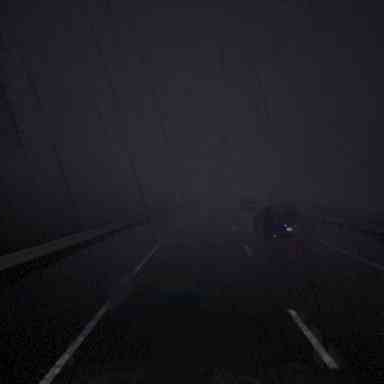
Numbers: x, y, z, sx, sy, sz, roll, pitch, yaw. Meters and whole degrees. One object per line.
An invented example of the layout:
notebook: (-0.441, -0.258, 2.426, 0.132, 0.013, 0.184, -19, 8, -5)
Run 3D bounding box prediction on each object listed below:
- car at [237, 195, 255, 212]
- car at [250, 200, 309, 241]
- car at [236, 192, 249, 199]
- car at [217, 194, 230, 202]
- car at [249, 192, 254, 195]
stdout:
car: (5.975, 1.344, 34.790, 2.033, 1.411, 5.357, 0, 0, 8)
car: (4.209, 1.383, 16.300, 1.882, 1.535, 5.008, 0, 0, 3)
car: (11.885, 0.970, 80.157, 1.812, 1.442, 4.674, 0, 0, 17)
car: (5.792, 1.143, 61.528, 1.837, 1.490, 4.892, 0, 0, 13)
car: (16.327, 0.830, 93.919, 1.837, 1.490, 4.892, 0, 0, 19)
